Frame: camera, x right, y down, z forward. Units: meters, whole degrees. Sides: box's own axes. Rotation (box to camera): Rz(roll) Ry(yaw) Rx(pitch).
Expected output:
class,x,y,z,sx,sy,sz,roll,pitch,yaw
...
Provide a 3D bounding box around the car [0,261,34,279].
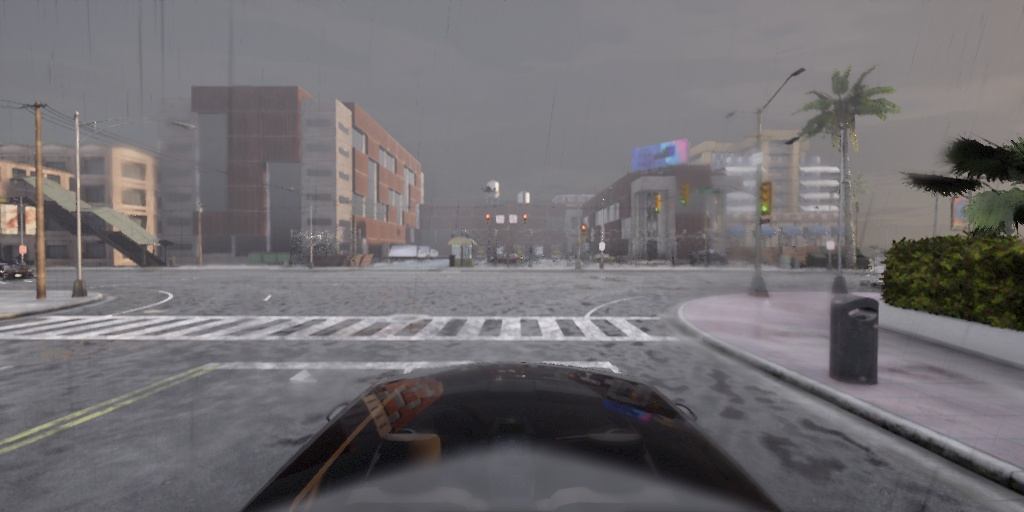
class,x,y,z,sx,sy,sz,roll,pitch,yaw
car,-36.620,0.947,24.701,5.357,1.411,2.033,0,1,1
